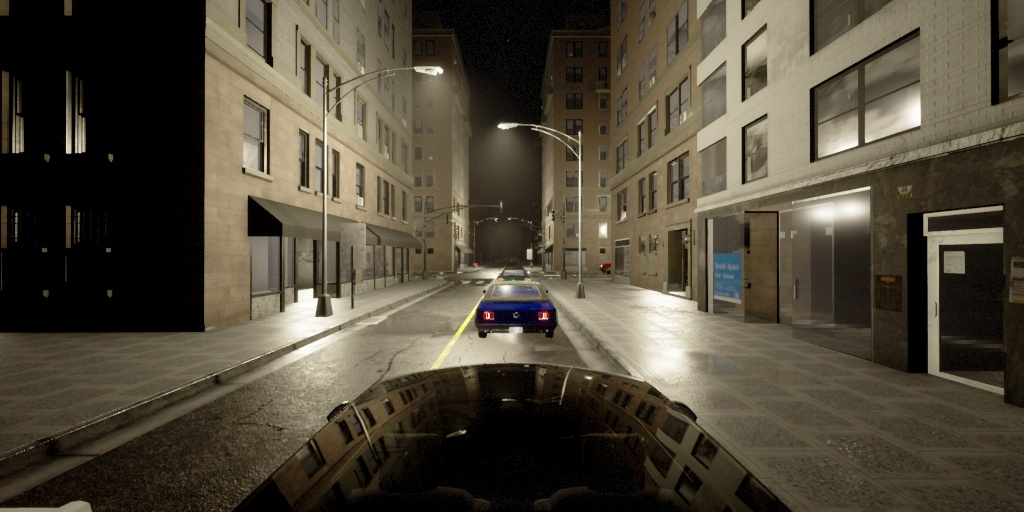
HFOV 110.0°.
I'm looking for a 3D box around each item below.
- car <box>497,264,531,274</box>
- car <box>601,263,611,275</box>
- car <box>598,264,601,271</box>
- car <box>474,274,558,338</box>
[{"bbox_3d":[0.092,1.321,20.032,1.994,1.385,4.181,0,0,0],"label":"car"},{"bbox_3d":[12.443,1.325,37.395,5.357,1.411,2.033,0,0,0],"label":"car"},{"bbox_3d":[12.256,1.102,39.928,5.009,1.841,2.192,0,0,0],"label":"car"},{"bbox_3d":[0.099,1.352,10.142,1.895,1.301,4.718,0,0,0],"label":"car"}]
